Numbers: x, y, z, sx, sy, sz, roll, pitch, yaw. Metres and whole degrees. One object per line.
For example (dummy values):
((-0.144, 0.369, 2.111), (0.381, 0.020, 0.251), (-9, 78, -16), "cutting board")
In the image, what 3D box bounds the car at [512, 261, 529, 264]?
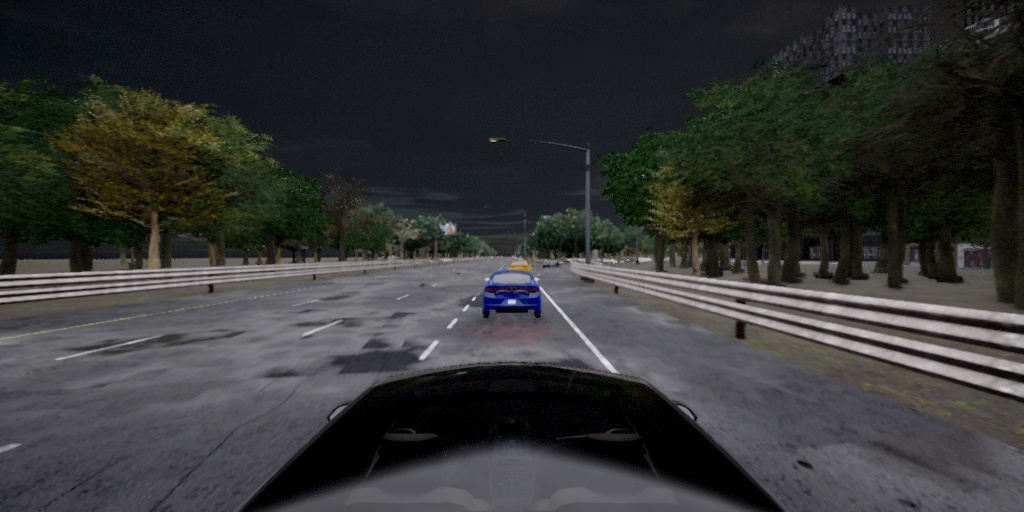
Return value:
((0.943, 1.203, 36.529), (1.882, 1.535, 5.008), (0, 0, 8), "car")

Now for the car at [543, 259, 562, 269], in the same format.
((6.432, 1.237, 56.943), (2.033, 1.411, 5.357), (0, 0, 23), "car")

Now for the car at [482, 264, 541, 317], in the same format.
((-0.003, 1.233, 13.207), (1.882, 1.535, 5.008), (0, 0, 0), "car")
